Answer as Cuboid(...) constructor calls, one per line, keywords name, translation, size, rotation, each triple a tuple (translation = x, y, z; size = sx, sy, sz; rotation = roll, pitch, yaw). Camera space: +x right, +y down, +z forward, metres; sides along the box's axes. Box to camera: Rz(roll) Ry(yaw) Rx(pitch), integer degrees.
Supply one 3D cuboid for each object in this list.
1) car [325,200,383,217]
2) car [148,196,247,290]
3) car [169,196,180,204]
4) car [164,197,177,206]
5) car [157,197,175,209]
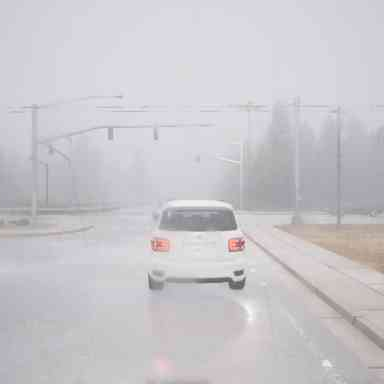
Cuboid(name="car", translation=(14.897, 1.518, 30.628), size=(4.902, 1.511, 2.128), rotation=(0, 0, 1))
Cuboid(name="car", translation=(0.066, 1.218, 9.220), size=(2.150, 2.045, 5.566), rotation=(0, 0, -2))
Cuboid(name="car", translation=(-3.438, 1.564, 65.885), size=(1.994, 1.385, 4.181), rotation=(0, 0, 1))
Cuboid(name="car", translation=(-3.564, 1.564, 56.019), size=(1.994, 1.385, 4.181), rotation=(0, 0, 0))
Cuboid(name="car", translation=(-3.589, 1.492, 46.178), size=(2.128, 1.511, 4.902), rotation=(0, 0, 0))
